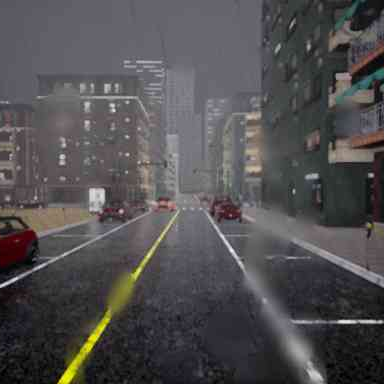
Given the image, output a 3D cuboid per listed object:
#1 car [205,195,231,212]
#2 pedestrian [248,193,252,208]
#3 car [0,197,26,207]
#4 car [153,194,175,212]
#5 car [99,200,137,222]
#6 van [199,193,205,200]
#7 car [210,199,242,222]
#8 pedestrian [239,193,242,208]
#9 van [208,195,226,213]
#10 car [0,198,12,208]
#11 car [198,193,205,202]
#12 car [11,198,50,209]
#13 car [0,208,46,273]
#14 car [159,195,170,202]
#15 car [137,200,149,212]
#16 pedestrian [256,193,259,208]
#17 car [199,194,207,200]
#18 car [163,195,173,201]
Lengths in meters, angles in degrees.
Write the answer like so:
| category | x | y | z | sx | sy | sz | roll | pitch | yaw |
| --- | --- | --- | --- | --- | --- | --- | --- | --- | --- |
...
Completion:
| category | x | y | z | sx | sy | sz | roll | pitch | yaw |
| --- | --- | --- | --- | --- | --- | --- | --- | --- | --- |
| car | 2.679 | 1.235 | 30.733 | 2.192 | 1.841 | 5.009 | 0 | 0 | 0 |
| pedestrian | 7.132 | 1.046 | 40.818 | 0.375 | 1.860 | 0.375 | 0 | 1 | 0 |
| car | -30.277 | 1.690 | 55.594 | 4.097 | 1.590 | 1.967 | -1 | 1 | 0 |
| car | -3.046 | 1.257 | 36.716 | 2.097 | 1.767 | 4.553 | 0 | 0 | 1 |
| car | -5.700 | 1.373 | 25.206 | 1.967 | 1.590 | 4.097 | 0 | 0 | 0 |
| van | 2.674 | 1.141 | 90.749 | 1.690 | 1.788 | 3.998 | 0 | 0 | 0 |
| car | 2.682 | 1.478 | 25.205 | 1.887 | 1.381 | 4.507 | 0 | 0 | 0 |
| pedestrian | 6.132 | 1.040 | 42.018 | 0.375 | 1.860 | 0.375 | 0 | 1 | 0 |
| van | 2.679 | 1.248 | 36.261 | 1.690 | 1.788 | 3.998 | 0 | 0 | 0 |
| car | -27.976 | 1.853 | 46.975 | 4.403 | 1.369 | 2.008 | -1 | 1 | 0 |
| car | 2.678 | 1.420 | 68.656 | 1.802 | 1.307 | 4.206 | 0 | 0 | 0 |
| car | -22.407 | 1.772 | 47.015 | 4.403 | 1.369 | 2.008 | -1 | 1 | 0 |
| car | -5.698 | 1.416 | 8.623 | 1.967 | 1.590 | 4.097 | 0 | 0 | 0 |
| car | -5.703 | 1.404 | 68.667 | 1.947 | 1.339 | 4.313 | 0 | 0 | 0 |
| car | -5.700 | 1.489 | 36.262 | 1.802 | 1.307 | 4.206 | 0 | 0 | 0 |
| pedestrian | 8.132 | 1.061 | 41.418 | 0.375 | 1.860 | 0.375 | 0 | 1 | 0 |
| car | 2.676 | 1.354 | 85.226 | 1.887 | 1.381 | 4.507 | 0 | 0 | 0 |
| car | -5.704 | 1.384 | 79.714 | 1.947 | 1.339 | 4.313 | 0 | 0 | 0 |
